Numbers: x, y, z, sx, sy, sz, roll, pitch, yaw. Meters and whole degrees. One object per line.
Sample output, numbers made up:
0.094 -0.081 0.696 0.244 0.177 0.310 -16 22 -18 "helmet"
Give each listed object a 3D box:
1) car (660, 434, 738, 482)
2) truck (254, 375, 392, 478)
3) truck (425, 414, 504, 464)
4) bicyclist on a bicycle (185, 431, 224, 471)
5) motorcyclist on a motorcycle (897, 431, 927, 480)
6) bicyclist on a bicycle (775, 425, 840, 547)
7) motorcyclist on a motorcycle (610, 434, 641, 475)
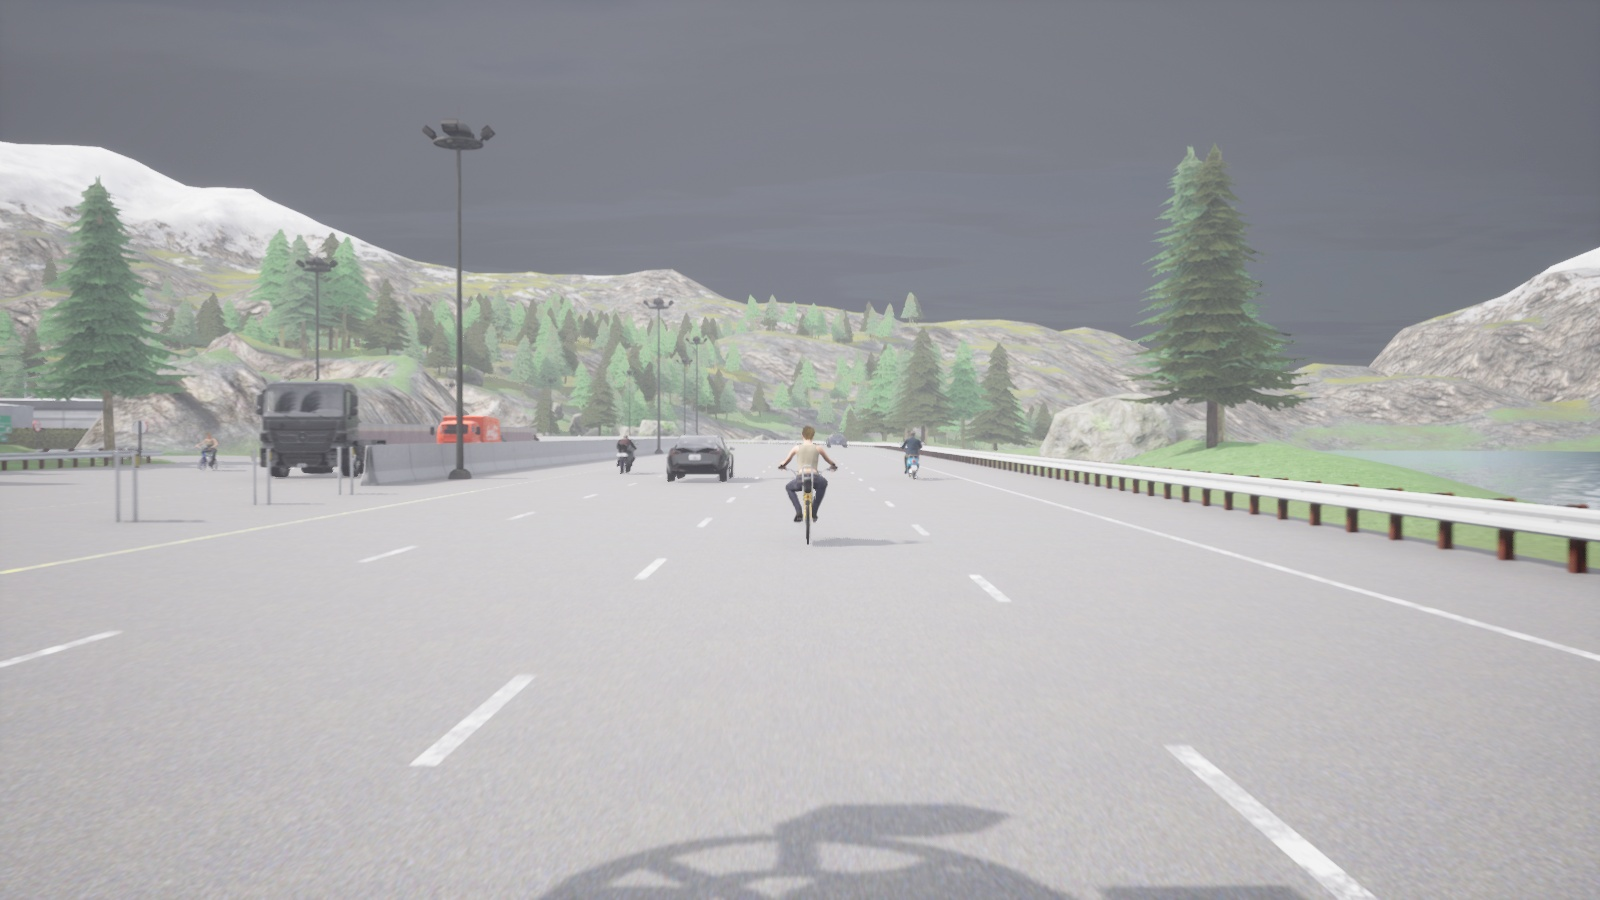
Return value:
-3.251 0.222 41.477 2.163 1.488 4.792 0 1 0 "car"
-17.298 -0.828 46.132 2.891 3.462 7.936 0 1 -7 "truck"
-17.122 -0.548 64.338 2.627 2.467 5.204 0 0 0 "truck"
-24.193 0.023 51.068 0.866 1.612 1.509 0 1 1 "bicyclist on a bicycle"
3.753 0.173 42.124 0.866 1.590 1.817 0 1 0 "motorcyclist on a motorcycle"
0.109 0.464 17.388 0.866 1.612 1.509 0 1 1 "bicyclist on a bicycle"
-6.712 0.167 48.463 0.866 1.530 2.191 0 1 0 "motorcyclist on a motorcycle"
